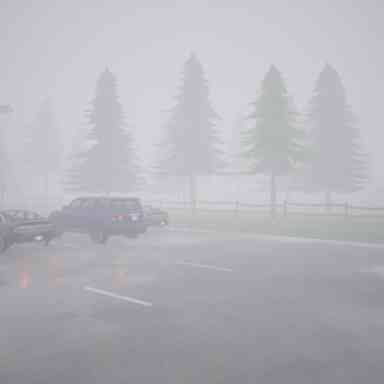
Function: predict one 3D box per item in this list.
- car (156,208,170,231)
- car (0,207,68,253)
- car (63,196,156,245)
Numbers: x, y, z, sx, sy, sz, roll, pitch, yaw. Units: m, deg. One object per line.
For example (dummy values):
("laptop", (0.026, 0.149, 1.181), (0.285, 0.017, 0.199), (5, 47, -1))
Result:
("car", (-3.547, 1.475, 19.382), (4.902, 1.511, 2.128), (0, 0, 36))
("car", (-7.617, 1.475, 13.687), (4.902, 1.511, 2.128), (0, 0, 36))
("car", (-4.623, 1.208, 15.844), (5.566, 2.045, 2.150), (0, 0, 36))
